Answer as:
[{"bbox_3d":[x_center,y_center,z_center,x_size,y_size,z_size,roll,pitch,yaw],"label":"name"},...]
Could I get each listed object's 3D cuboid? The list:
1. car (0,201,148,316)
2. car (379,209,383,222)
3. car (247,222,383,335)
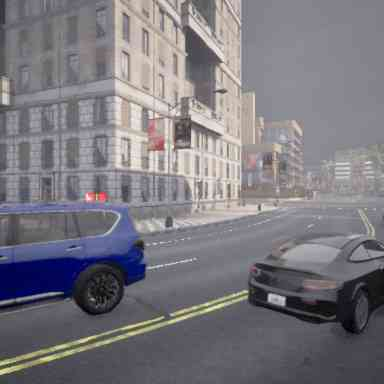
[{"bbox_3d":[-3.488,1.221,5.947,5.566,2.045,2.150,0,0,-37],"label":"car"},{"bbox_3d":[13.041,1.506,20.914,1.837,1.490,4.892,0,1,28],"label":"car"},{"bbox_3d":[2.978,1.526,6.763,4.674,1.442,1.812,1,0,-44],"label":"car"}]
